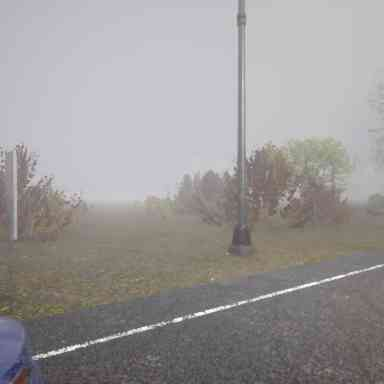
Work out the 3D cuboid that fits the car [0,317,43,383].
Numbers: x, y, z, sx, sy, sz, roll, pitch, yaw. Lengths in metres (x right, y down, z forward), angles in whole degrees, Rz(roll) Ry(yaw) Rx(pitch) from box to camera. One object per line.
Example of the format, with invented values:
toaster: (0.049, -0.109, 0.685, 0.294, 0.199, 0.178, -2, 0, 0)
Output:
car: (-3.291, 1.526, 1.649, 4.674, 1.442, 1.812, 0, 0, -35)
